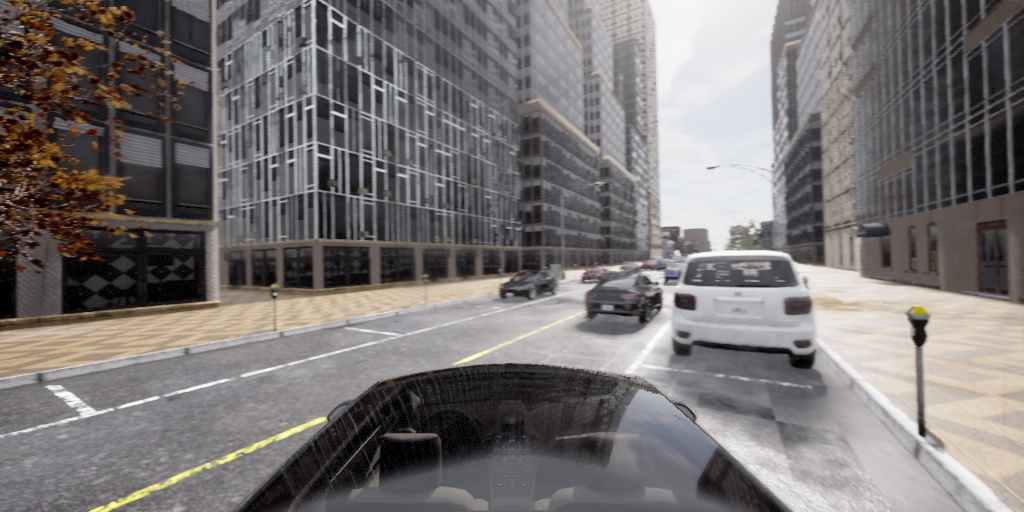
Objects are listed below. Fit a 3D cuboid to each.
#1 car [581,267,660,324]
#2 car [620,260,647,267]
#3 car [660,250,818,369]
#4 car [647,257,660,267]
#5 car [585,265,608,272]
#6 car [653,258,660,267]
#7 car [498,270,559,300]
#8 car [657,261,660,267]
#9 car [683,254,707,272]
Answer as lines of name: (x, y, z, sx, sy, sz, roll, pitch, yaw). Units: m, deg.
car: (3.848, 1.270, 12.048, 1.812, 1.442, 4.674, -2, -1, 30)
car: (12.596, 1.294, 38.151, 2.007, 1.370, 4.403, 0, 0, 31)
car: (4.927, 0.916, 7.954, 2.150, 2.045, 5.566, -2, -1, 31)
car: (18.391, 1.229, 47.949, 1.888, 1.381, 4.507, 0, 0, 31)
car: (6.800, 1.385, 28.350, 1.802, 1.307, 4.207, 0, 0, 31)
car: (19.063, 1.203, 43.879, 1.994, 1.385, 4.181, -2, -1, 31)
car: (1.006, 1.425, 18.553, 1.948, 1.339, 4.313, 0, 0, 31)
car: (12.455, 1.208, 26.572, 2.033, 1.411, 5.357, -2, 0, 31)
car: (21.774, 0.788, 42.542, 2.150, 2.045, 5.566, -2, 0, 31)
